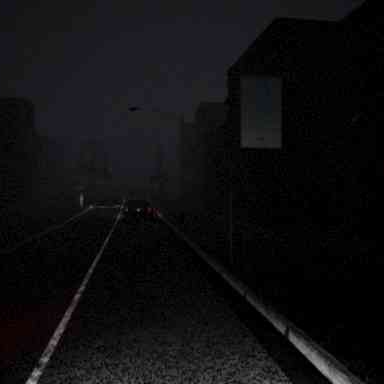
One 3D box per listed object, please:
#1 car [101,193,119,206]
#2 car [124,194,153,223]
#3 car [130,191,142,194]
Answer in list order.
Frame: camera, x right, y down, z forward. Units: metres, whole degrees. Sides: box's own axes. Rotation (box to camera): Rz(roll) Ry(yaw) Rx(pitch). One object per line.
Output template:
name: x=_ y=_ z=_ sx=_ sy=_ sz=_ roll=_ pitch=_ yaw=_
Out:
car: x=-10.287 y=0.848 z=41.823 sx=1.812 sy=1.442 sz=4.674 roll=-1 pitch=4 yaw=-10
car: x=-4.108 y=1.270 z=25.349 sx=2.097 sy=1.767 sz=4.553 roll=-1 pitch=1 yaw=-10
car: x=-7.140 y=0.628 z=42.335 sx=2.097 sy=1.767 sz=4.553 roll=-1 pitch=3 yaw=-10
